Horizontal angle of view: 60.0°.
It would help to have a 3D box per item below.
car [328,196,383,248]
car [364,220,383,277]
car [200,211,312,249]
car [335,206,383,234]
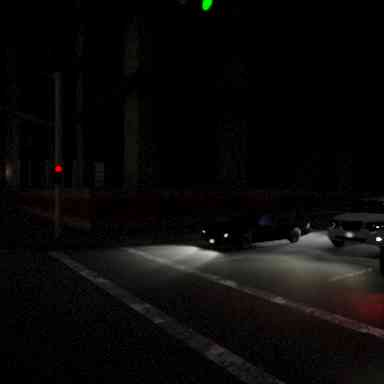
[{"bbox_3d":[7.949,1.212,13.792,5.566,2.045,2.150,0,0,-37],"label":"car"},{"bbox_3d":[6.564,1.489,8.315,4.892,1.490,1.837,0,0,-35],"label":"car"},{"bbox_3d":[2.971,1.540,14.583,5.357,1.411,2.033,0,0,-35],"label":"car"},{"bbox_3d":[10.844,1.597,20.056,4.718,1.301,1.895,0,0,-35],"label":"car"}]
